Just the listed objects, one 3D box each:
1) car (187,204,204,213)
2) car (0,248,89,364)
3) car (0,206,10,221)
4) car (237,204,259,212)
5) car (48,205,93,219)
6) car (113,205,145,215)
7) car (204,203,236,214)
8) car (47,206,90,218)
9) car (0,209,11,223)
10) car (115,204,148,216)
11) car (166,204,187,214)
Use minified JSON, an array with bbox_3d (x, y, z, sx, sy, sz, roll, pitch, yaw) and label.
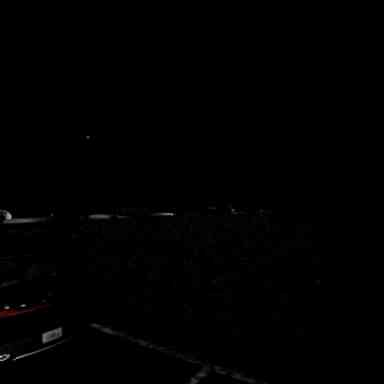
[{"bbox_3d":[1.917,2.661,53.620,2.128,1.511,4.902,-1,-2,36],"label":"car"},{"bbox_3d":[-3.552,1.610,5.518,4.403,1.369,2.008,-1,-1,36],"label":"car"},{"bbox_3d":[-21.104,2.181,33.128,1.837,1.490,4.892,-1,-2,36],"label":"car"},{"bbox_3d":[10.422,2.888,59.917,1.994,1.385,4.181,-1,-2,36],"label":"car"},{"bbox_3d":[-13.661,2.283,37.875,2.128,1.511,4.902,-1,-2,36],"label":"car"},{"bbox_3d":[-9.322,2.658,49.404,1.895,1.301,4.718,-1,-2,36],"label":"car"},{"bbox_3d":[4.397,2.630,51.499,1.837,1.490,4.892,-1,-2,36],"label":"car"},{"bbox_3d":[-15.233,2.465,41.243,1.895,1.301,4.718,-1,-2,36],"label":"car"},{"bbox_3d":[-19.070,2.143,30.361,1.812,1.442,4.674,-1,-2,36],"label":"car"},{"bbox_3d":[-8.154,2.448,45.480,1.882,1.535,5.008,-1,-2,36],"label":"car"},{"bbox_3d":[-1.929,2.720,54.021,2.033,1.411,5.357,-1,-2,36],"label":"car"}]
